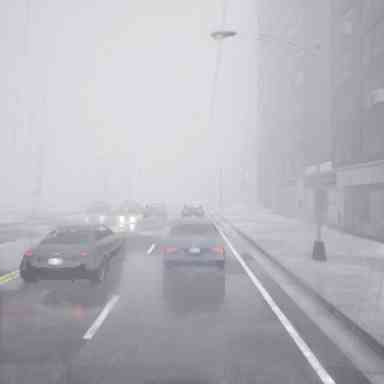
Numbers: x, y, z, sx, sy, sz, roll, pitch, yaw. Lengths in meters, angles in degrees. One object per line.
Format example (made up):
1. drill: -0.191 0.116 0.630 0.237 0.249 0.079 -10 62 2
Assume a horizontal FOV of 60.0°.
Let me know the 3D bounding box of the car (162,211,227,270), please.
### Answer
1. car: 0.079 1.574 11.139 2.033 1.411 5.357 0 0 0

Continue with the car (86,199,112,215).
1. car: -9.858 1.575 35.547 1.837 1.490 4.892 0 0 0

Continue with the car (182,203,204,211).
1. car: 0.081 1.662 29.612 1.895 1.301 4.718 0 0 0

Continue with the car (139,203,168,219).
1. car: -3.169 1.662 29.617 1.895 1.301 4.718 0 0 0

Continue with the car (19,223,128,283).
1. car: -3.176 1.588 9.738 1.994 1.385 4.181 0 0 0

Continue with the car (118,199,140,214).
1. car: -6.608 1.562 35.702 2.128 1.511 4.902 0 0 0
